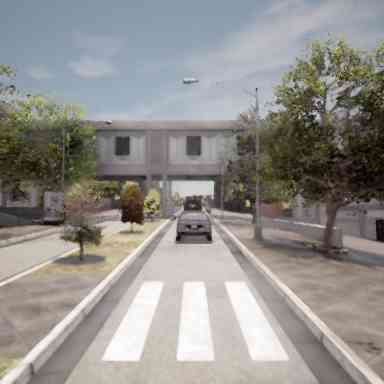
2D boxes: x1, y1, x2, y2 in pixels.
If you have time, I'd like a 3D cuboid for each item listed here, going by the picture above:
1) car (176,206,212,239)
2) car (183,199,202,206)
[{"bbox_3d":[0.091,1.705,18.119,2.033,1.411,5.357,0,-1,0],"label":"car"},{"bbox_3d":[0.093,1.895,41.428,2.150,2.045,5.566,0,-2,0],"label":"car"}]
